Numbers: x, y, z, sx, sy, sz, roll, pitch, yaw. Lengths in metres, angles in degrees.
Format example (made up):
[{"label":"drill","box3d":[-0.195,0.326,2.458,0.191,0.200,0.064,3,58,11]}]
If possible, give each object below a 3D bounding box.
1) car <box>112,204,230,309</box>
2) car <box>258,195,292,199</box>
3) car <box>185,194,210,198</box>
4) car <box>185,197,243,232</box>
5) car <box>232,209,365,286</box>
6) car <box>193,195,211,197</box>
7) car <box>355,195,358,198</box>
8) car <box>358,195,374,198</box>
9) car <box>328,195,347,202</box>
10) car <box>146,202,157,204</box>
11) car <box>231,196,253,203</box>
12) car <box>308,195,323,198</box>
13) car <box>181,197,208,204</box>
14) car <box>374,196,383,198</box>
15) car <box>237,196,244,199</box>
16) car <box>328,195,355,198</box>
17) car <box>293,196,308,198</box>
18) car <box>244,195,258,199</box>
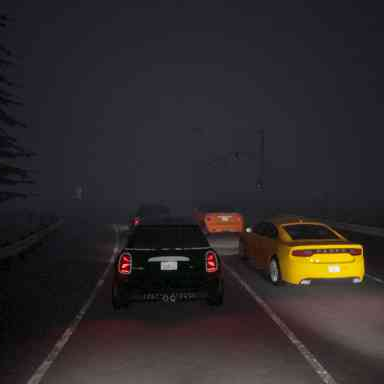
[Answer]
[{"label":"car","box3d":[-0.630,1.352,8.121,2.097,1.767,4.553,0,0,-6]},{"label":"car","box3d":[15.234,1.491,61.043,4.902,1.511,2.128,0,0,-19]},{"label":"car","box3d":[1.340,1.505,60.017,4.892,1.490,1.837,0,0,-19]},{"label":"car","box3d":[1.204,1.352,18.368,2.097,1.767,4.553,0,0,-12]},{"label":"car","box3d":[2.730,1.478,9.482,1.882,1.535,5.008,0,0,-6]},{"label":"car","box3d":[3.079,1.601,56.915,4.718,1.301,1.895,0,0,-19]},{"label":"car","box3d":[38.325,1.524,78.040,4.674,1.442,1.812,0,0,-29]},{"label":"car","box3d":[40.299,1.524,75.151,4.674,1.442,1.812,0,0,-29]},{"label":"car","box3d":[34.996,1.553,80.125,4.181,1.385,1.994,0,0,-29]},{"label":"car","box3d":[-2.110,1.352,16.928,2.097,1.767,4.553,0,0,-12]},{"label":"car","box3d":[10.567,1.553,70.461,4.181,1.385,1.994,0,0,-19]},{"label":"car","box3d":[26.969,1.355,68.703,4.553,1.767,2.097,0,0,-19]},{"label":"car","box3d":[0.518,1.601,63.430,4.718,1.301,1.895,0,0,-19]},{"label":"car","box3d":[42.494,1.525,72.382,4.902,1.511,2.128,0,0,-33]},{"label":"car","box3d":[11.499,1.353,67.109,4.553,1.767,2.097,0,0,-18]},{"label":"car","box3d":[29.278,1.553,65.805,4.181,1.385,1.994,0,0,-19]},{"label":"car","box3d":[25.145,1.525,71.760,4.902,1.511,2.128,0,0,-19]},{"label":"car","box3d":[13.058,1.353,63.982,4.553,1.767,2.097,0,0,-18]}]
